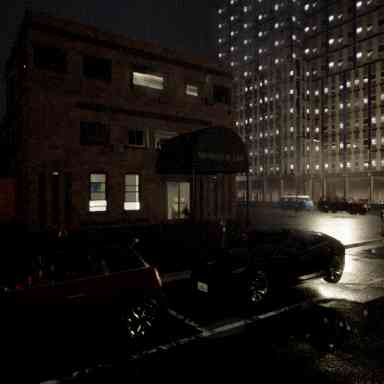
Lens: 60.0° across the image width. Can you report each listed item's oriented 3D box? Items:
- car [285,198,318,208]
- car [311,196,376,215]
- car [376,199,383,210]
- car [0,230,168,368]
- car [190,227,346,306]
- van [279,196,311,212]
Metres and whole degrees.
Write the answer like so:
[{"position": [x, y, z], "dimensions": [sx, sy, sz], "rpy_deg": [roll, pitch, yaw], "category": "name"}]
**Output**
[{"position": [15.432, 1.512, 46.930], "dimensions": [1.802, 1.307, 4.206], "rpy_deg": [0, 0, -35], "category": "car"}, {"position": [14.896, 1.306, 33.045], "dimensions": [2.192, 1.841, 5.009], "rpy_deg": [0, 0, -35], "category": "car"}, {"position": [21.771, 1.497, 37.840], "dimensions": [2.008, 1.369, 4.403], "rpy_deg": [0, 0, -35], "category": "car"}, {"position": [-2.475, 1.440, 4.802], "dimensions": [4.097, 1.590, 1.967], "rpy_deg": [0, 0, -35], "category": "car"}, {"position": [1.988, 1.565, 8.056], "dimensions": [4.313, 1.339, 1.947], "rpy_deg": [0, 0, -35], "category": "car"}, {"position": [11.726, 1.324, 37.590], "dimensions": [1.690, 1.788, 3.998], "rpy_deg": [0, 0, -35], "category": "van"}]
